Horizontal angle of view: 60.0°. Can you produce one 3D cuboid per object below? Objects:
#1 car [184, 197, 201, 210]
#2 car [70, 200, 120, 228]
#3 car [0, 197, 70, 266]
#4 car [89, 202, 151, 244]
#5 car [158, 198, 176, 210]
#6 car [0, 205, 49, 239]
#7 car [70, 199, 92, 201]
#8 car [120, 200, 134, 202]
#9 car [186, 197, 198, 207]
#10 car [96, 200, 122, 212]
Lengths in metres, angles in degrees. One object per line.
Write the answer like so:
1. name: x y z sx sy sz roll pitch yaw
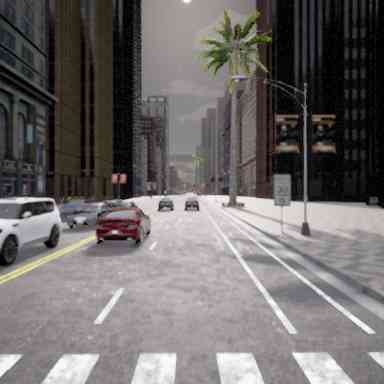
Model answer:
1. car: 0.006 1.534 42.589 1.837 1.490 4.892 0 0 0
2. car: -6.558 1.506 21.980 2.128 1.511 4.902 0 0 1
3. car: -6.590 1.230 11.937 2.150 2.045 5.566 0 0 0
4. car: -3.147 1.488 16.046 1.882 1.535 5.008 0 0 0
5. car: -3.234 1.535 42.230 1.837 1.490 4.892 0 0 0
6. car: -9.828 1.538 18.428 1.812 1.442 4.674 0 0 0
7. car: -9.746 1.371 28.642 2.097 1.767 4.553 0 0 0
8. car: -6.497 1.513 32.103 2.128 1.511 4.902 0 0 0
9. car: 0.007 1.514 52.723 1.882 1.535 5.008 0 0 0
10. car: -9.781 1.627 39.620 1.895 1.301 4.718 0 0 1
